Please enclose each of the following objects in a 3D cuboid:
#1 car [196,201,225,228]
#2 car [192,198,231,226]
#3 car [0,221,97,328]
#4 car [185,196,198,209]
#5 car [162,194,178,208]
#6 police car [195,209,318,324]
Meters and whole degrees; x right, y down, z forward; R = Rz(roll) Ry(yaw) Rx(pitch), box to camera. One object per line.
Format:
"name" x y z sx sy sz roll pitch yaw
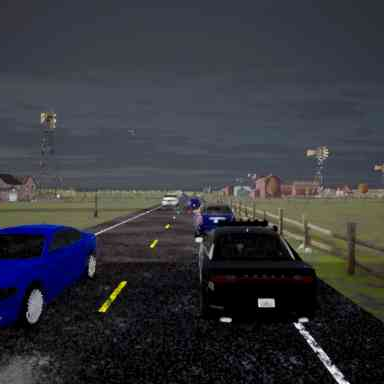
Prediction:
"car" 1.208 1.463 23.547 1.801 1.575 5.366 0 0 0
"car" 1.168 1.354 17.328 2.097 1.767 4.553 0 0 0
"car" -3.544 1.477 7.189 1.882 1.535 5.008 0 0 0
"car" 0.337 1.562 45.321 1.812 1.442 4.674 0 0 1
"car" -3.270 1.268 50.675 2.150 2.045 5.566 0 0 0
"police car" 1.108 1.425 7.466 1.930 1.638 5.238 0 0 0
